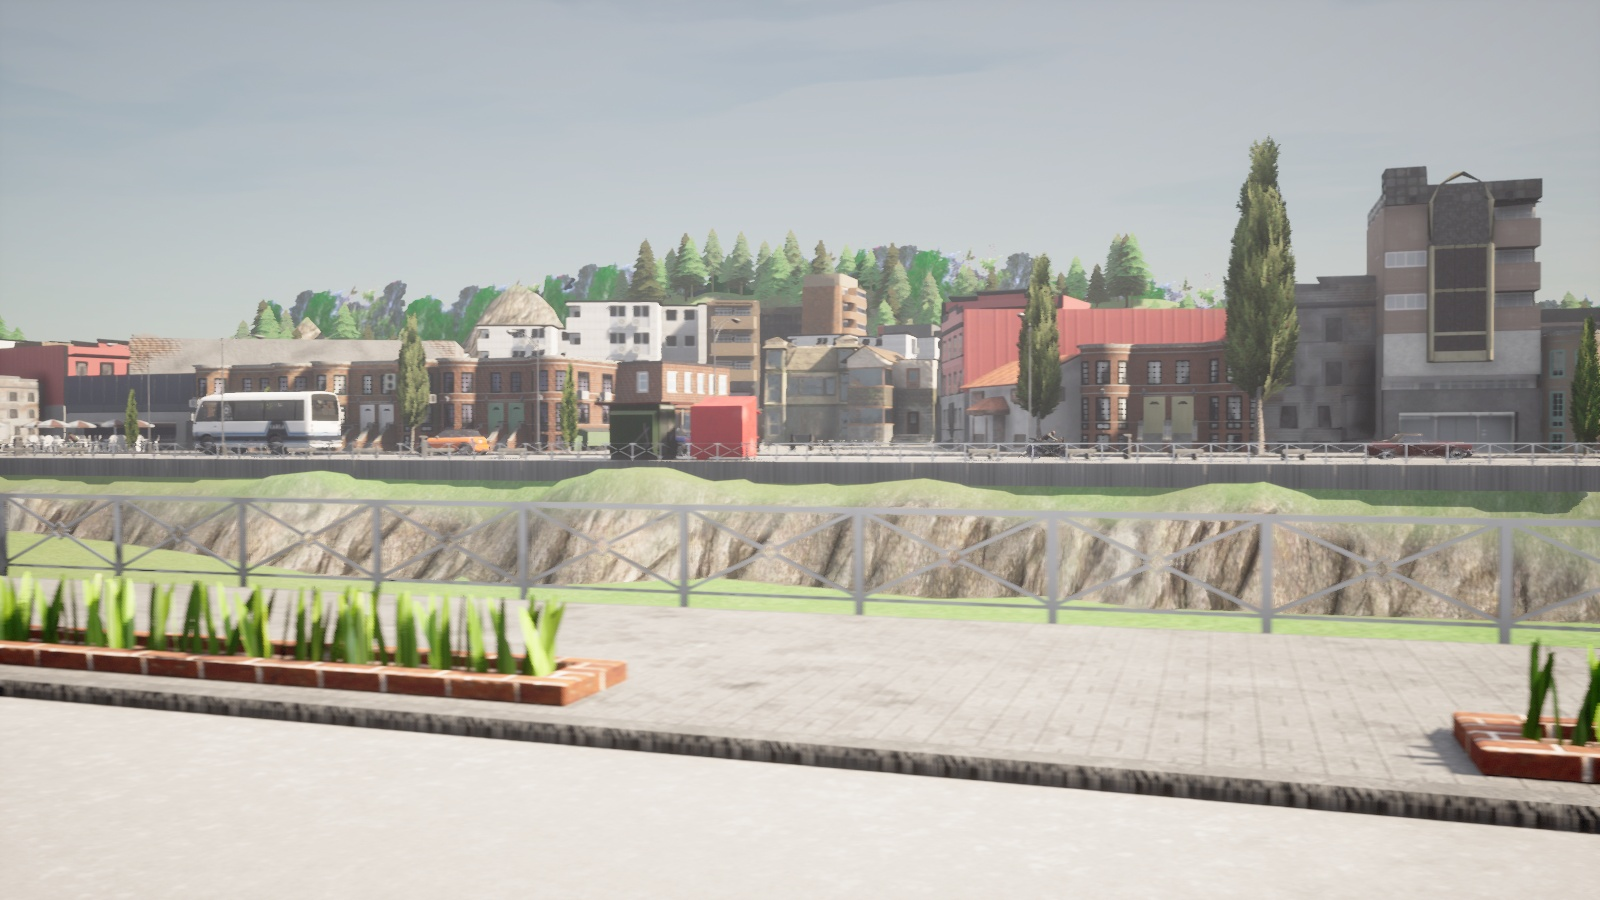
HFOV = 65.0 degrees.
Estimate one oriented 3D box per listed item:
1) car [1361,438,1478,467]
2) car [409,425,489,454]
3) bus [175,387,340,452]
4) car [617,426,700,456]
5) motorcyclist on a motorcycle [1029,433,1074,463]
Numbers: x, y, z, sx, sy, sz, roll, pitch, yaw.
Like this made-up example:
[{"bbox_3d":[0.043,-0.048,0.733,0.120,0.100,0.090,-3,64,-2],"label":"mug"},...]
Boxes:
[{"bbox_3d":[29.054,0.090,59.057,4.718,1.301,1.895,1,1,19],"label":"car"},{"bbox_3d":[-22.526,-0.691,80.608,4.553,1.767,2.097,1,1,19],"label":"car"},{"bbox_3d":[-36.862,-2.057,85.408,10.273,4.253,3.944,1,1,19],"label":"bus"},{"bbox_3d":[-8.552,-0.563,75.912,4.553,1.767,2.097,1,1,19],"label":"car"},{"bbox_3d":[12.909,-0.123,64.482,2.191,1.530,0.866,1,1,19],"label":"motorcyclist on a motorcycle"}]
